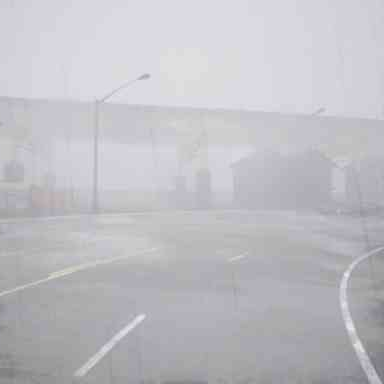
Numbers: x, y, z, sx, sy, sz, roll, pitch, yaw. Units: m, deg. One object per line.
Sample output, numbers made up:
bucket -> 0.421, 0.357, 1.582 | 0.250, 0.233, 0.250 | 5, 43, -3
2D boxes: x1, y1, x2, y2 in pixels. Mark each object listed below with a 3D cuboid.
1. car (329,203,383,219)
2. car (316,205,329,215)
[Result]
car -> 15.840, 1.738, 31.078 | 4.902, 1.511, 2.128 | 1, 0, -13
car -> 15.091, 1.803, 34.480 | 4.181, 1.385, 1.994 | 1, 0, -13
